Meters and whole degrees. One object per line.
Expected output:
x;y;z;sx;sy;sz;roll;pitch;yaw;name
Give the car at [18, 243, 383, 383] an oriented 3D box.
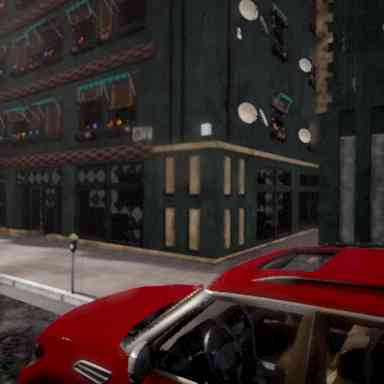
0.918;1.319;2.197;5.009;1.841;2.192;-1;1;36;car
